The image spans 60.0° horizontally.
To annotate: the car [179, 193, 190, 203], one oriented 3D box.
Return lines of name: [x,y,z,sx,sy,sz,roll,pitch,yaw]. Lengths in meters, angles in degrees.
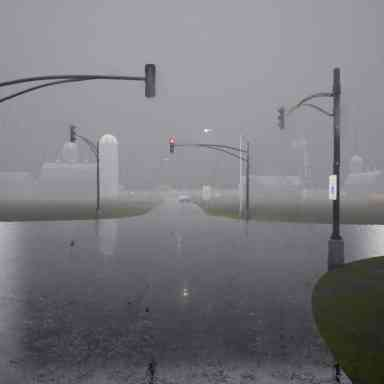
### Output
car: [-1.499,1.557,69.868,1.812,1.442,4.674,0,0,-3]

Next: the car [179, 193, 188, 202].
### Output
car: [-2.081,1.193,79.902,2.150,2.045,5.566,0,0,-4]
